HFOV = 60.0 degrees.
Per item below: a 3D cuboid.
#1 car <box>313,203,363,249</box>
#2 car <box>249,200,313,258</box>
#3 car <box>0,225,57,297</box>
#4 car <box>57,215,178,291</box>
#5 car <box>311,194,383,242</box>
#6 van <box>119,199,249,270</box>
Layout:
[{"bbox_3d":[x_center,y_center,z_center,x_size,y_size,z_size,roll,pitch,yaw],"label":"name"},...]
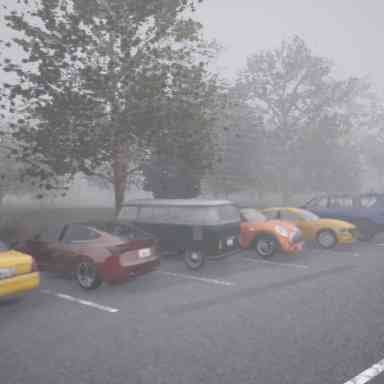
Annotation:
[{"bbox_3d":[4.244,1.399,14.203,5.008,1.535,2.097,-1,-1,34],"label":"car"},{"bbox_3d":[1.807,1.298,12.495,4.553,1.767,2.185,-1,-1,35],"label":"car"},{"bbox_3d":[-5.562,1.486,7.429,5.366,1.575,1.946,-1,0,34],"label":"car"},{"bbox_3d":[-3.018,1.497,9.055,4.792,1.488,2.163,-1,0,34],"label":"car"},{"bbox_3d":[6.627,1.122,15.929,5.566,2.045,2.435,-1,0,34],"label":"car"},{"bbox_3d":[-0.681,1.222,10.819,4.442,1.987,1.878,-1,0,35],"label":"van"}]
